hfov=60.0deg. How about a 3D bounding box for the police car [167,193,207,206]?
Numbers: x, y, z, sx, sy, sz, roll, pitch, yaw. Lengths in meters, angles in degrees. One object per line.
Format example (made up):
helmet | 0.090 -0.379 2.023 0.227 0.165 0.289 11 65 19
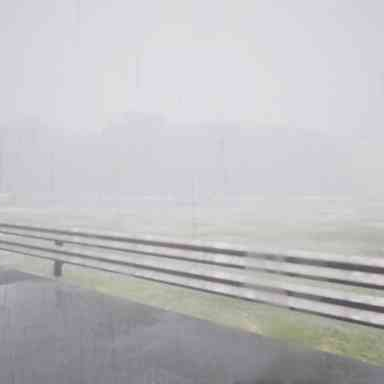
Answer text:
police car | -0.620 0.944 43.885 5.238 1.638 1.930 0 0 -9
